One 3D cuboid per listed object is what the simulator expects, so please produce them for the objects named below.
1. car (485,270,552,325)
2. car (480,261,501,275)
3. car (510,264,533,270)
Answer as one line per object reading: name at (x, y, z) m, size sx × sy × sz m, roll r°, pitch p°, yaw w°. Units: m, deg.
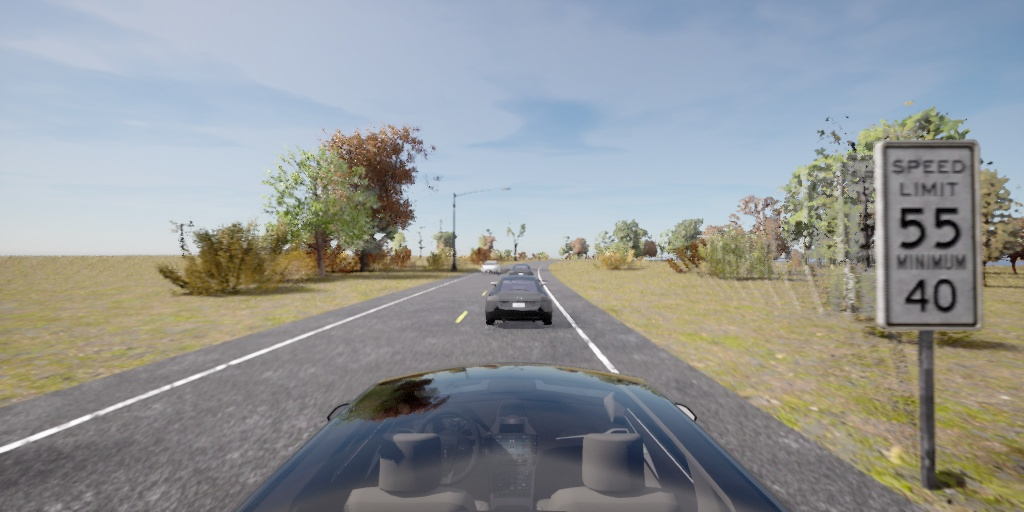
car at (0.223, 1.328, 11.933) m, size 1.994 × 1.385 × 4.181 m, roll 0°, pitch 0°, yaw 1°
car at (-2.328, 1.322, 40.255) m, size 1.812 × 1.442 × 4.674 m, roll 0°, pitch 0°, yaw 4°
car at (0.779, 1.349, 29.497) m, size 1.994 × 1.385 × 4.181 m, roll 0°, pitch 0°, yaw 2°
